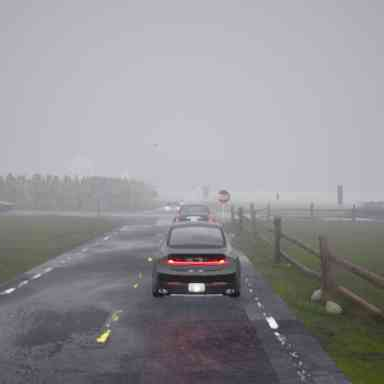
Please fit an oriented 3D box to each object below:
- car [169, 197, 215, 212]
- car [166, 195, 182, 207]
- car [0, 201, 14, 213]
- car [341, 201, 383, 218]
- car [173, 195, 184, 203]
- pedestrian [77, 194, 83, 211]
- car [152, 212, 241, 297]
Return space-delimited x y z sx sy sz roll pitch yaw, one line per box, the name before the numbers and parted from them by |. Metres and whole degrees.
car | 0.154 1.333 17.529 2.097 1.767 4.553 0 0 2
car | -2.836 1.425 50.331 1.882 1.535 5.008 0 0 0
car | -18.813 1.123 30.089 5.008 1.535 1.882 1 0 0
car | 17.398 1.667 33.149 4.553 1.767 2.097 1 0 0
car | -2.764 1.406 68.742 1.882 1.535 5.008 0 0 0
pedestrian | -12.176 1.098 36.085 0.375 1.860 0.375 0 -1 0
car | 0.100 1.496 8.511 1.837 1.490 4.892 0 0 0
